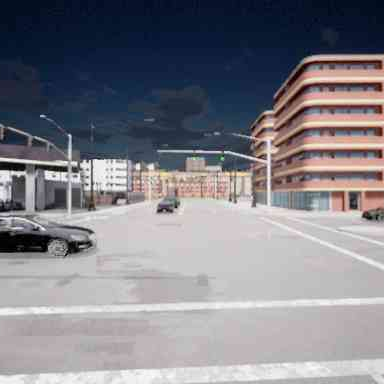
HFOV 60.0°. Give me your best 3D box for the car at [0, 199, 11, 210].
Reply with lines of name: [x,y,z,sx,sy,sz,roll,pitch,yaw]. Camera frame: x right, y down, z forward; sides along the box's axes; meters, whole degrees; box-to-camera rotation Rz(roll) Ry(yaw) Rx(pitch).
car: [-23.314,1.483,37.021,4.611,1.667,2.242,0,0,1]

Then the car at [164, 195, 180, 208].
car: [-3.242,1.477,50.200,2.150,2.045,5.566,0,0,-1]

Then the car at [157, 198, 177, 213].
car: [-3.145,1.750,39.893,2.033,1.411,5.357,0,0,-1]

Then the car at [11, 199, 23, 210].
car: [-24.031,1.673,42.771,3.806,1.475,1.970,0,0,1]

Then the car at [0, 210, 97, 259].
car: [-6.024,1.571,12.173,4.902,1.511,2.128,0,0,0]

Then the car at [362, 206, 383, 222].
car: [16.199,1.702,27.099,4.181,1.385,1.994,0,0,0]

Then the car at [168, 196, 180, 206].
car: [-3.303,1.671,62.811,2.097,1.767,4.553,0,0,0]
